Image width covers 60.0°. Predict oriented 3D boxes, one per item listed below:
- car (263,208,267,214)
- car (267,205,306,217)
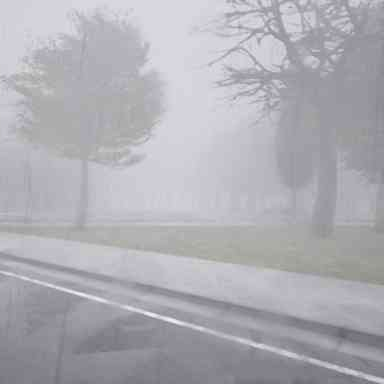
[{"bbox_3d":[13.409,2.689,51.417,5.008,1.535,1.882,1,0,-11],"label":"car"},{"bbox_3d":[14.031,2.728,48.227,5.008,1.535,1.882,1,0,-11],"label":"car"}]
